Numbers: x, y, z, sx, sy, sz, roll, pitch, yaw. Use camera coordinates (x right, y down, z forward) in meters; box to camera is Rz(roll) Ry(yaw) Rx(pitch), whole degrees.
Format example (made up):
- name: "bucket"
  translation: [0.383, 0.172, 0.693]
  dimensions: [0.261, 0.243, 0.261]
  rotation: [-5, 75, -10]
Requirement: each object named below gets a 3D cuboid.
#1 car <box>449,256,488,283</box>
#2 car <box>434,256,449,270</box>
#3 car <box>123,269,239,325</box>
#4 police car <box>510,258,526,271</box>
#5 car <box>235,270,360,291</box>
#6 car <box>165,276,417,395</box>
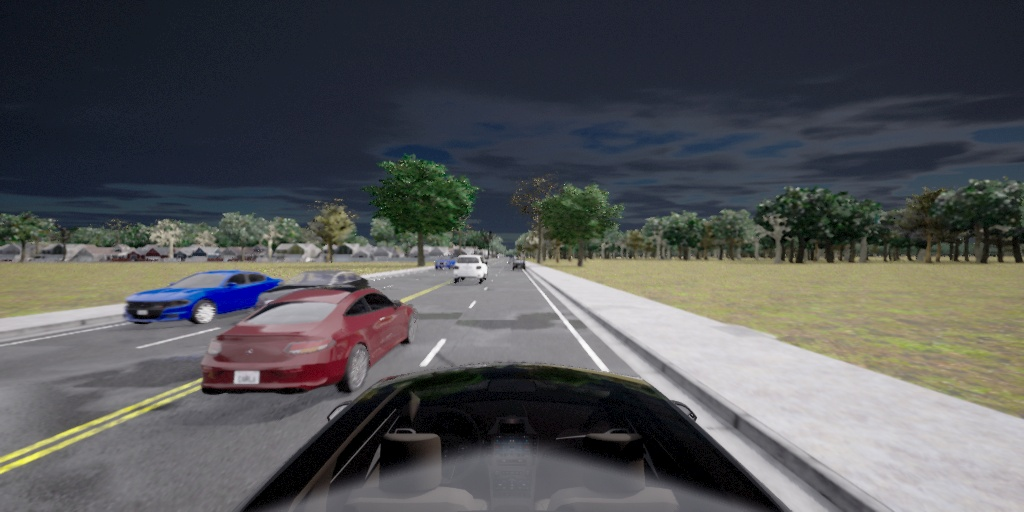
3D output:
- name: "car"
  translation: [-3.137, 0.984, 27.836]
  dimensions: [2.150, 2.045, 5.566]
  rotation: [0, 0, 0]
- name: "car"
  translation: [-9.795, 1.015, 52.608]
  dimensions: [2.150, 2.045, 5.566]
  rotation: [0, 0, 0]
- name: "car"
  translation: [-9.844, 1.227, 12.044]
  dimensions: [1.882, 1.535, 5.008]
  rotation: [0, 0, 0]
- name: "police car"
  translation: [0.998, 1.217, 50.564]
  dimensions: [1.930, 1.638, 5.238]
  rotation: [0, 0, 0]
- name: "car"
  translation: [-6.593, 1.241, 12.459]
  dimensions: [2.128, 1.511, 4.902]
  rotation: [0, 0, 0]
- name: "car"
  translation: [-3.144, 1.274, 6.554]
  dimensions: [1.812, 1.442, 4.674]
  rotation: [0, 0, 0]
